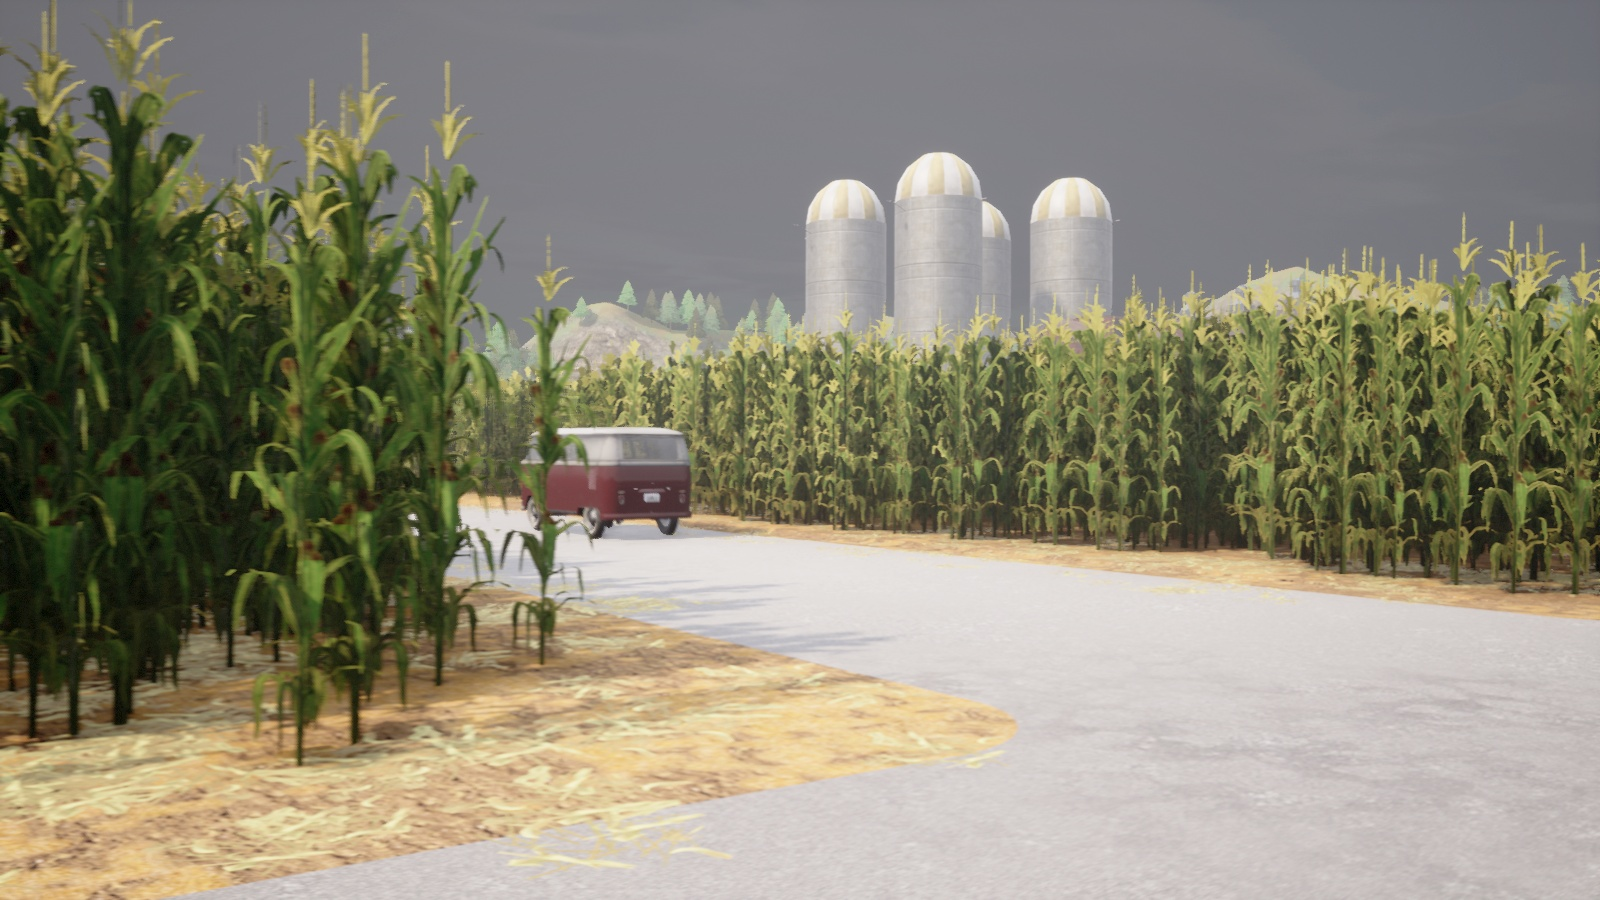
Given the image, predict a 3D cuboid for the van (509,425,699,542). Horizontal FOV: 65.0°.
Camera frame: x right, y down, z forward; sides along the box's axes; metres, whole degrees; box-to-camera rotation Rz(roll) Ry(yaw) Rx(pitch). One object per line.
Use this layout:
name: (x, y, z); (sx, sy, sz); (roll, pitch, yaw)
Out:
van: (-3.790, 0.580, 23.645); (1.775, 1.987, 4.442); (0, 0, -35)
